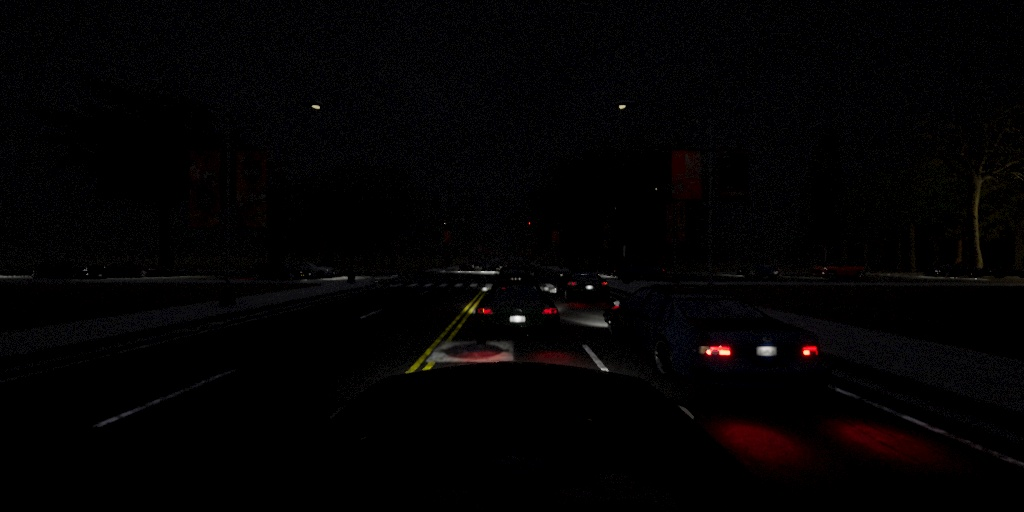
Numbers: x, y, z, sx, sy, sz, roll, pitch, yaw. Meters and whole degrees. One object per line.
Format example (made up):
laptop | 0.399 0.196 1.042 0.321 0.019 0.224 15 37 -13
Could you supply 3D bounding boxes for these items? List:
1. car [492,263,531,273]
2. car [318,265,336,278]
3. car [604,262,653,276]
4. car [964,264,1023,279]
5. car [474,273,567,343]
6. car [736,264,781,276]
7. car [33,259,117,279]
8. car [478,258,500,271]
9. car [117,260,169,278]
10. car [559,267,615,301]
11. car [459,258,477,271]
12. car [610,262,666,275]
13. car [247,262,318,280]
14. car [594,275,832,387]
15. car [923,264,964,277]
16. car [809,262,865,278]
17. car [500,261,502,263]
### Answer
car | 0.093 1.282 18.585 1.837 1.490 4.892 0 0 0
car | -18.934 1.284 33.410 4.674 1.442 1.812 0 0 -1
car | 13.090 1.413 40.375 4.892 1.490 1.837 0 0 0
car | 50.668 1.607 37.292 4.181 1.385 1.994 1 0 0
car | 0.104 1.320 9.679 1.994 1.385 4.181 0 0 0
car | 27.759 1.547 40.453 4.181 1.385 1.994 0 0 0
car | -36.706 1.046 29.989 4.553 1.767 2.097 0 0 0
car | -3.330 1.399 52.771 2.128 1.511 4.902 0 0 0
car | -34.854 1.181 33.254 5.008 1.535 1.882 0 0 -1
car | 3.352 1.338 17.575 1.994 1.385 4.181 0 0 0
car | -6.580 1.410 52.264 1.837 1.490 4.892 0 0 0
car | 12.969 1.450 37.069 5.357 1.411 2.033 0 0 -1
car | -19.454 1.256 30.153 4.892 1.490 1.837 0 0 -1
car | 3.350 1.301 7.229 2.033 1.411 5.357 0 0 0
car | 49.591 1.642 40.543 4.892 1.490 1.837 1 0 0
car | 33.688 1.365 37.246 4.553 1.767 2.097 0 0 0
car | -3.286 1.539 65.396 2.033 1.411 5.357 0 0 1
